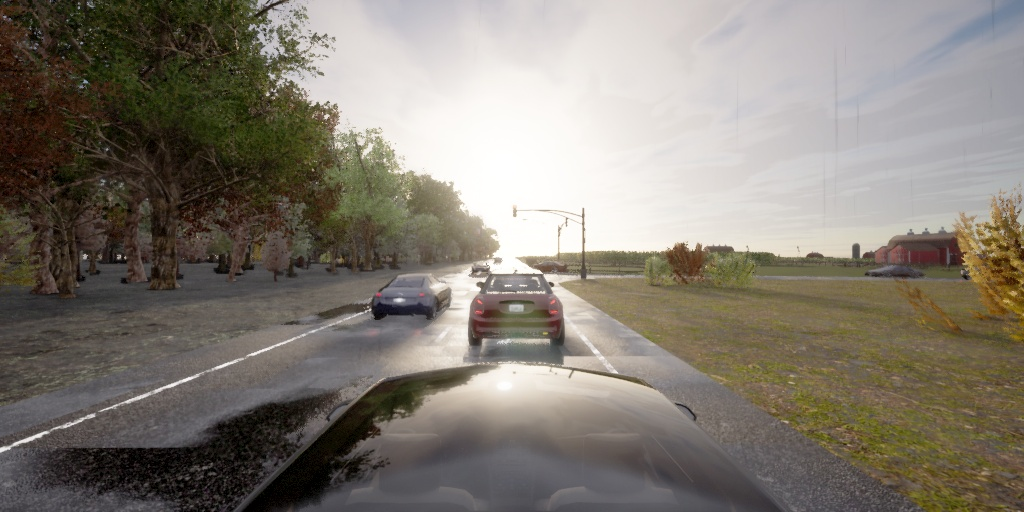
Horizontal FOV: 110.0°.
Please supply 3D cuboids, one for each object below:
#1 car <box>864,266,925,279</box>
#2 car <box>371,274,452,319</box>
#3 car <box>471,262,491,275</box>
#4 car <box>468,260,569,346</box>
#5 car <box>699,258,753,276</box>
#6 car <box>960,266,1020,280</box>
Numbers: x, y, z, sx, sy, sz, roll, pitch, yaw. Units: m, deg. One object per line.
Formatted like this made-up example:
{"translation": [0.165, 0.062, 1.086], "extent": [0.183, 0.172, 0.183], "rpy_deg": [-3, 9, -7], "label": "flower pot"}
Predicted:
{"translation": [43.412, 1.829, 40.730], "extent": [5.357, 1.411, 2.033], "rpy_deg": [1, -1, 1], "label": "car"}
{"translation": [-3.404, 1.316, 12.846], "extent": [1.994, 1.385, 4.181], "rpy_deg": [0, 0, 0], "label": "car"}
{"translation": [-3.418, 1.357, 40.450], "extent": [1.895, 1.301, 4.718], "rpy_deg": [0, 0, 0], "label": "car"}
{"translation": [0.095, 1.104, 9.581], "extent": [2.097, 1.767, 4.553], "rpy_deg": [0, 0, 0], "label": "car"}
{"translation": [24.321, 1.296, 40.832], "extent": [5.566, 2.045, 2.150], "rpy_deg": [1, -1, 0], "label": "car"}
{"translation": [49.622, 1.781, 37.121], "extent": [4.902, 1.511, 2.128], "rpy_deg": [1, -1, 0], "label": "car"}
